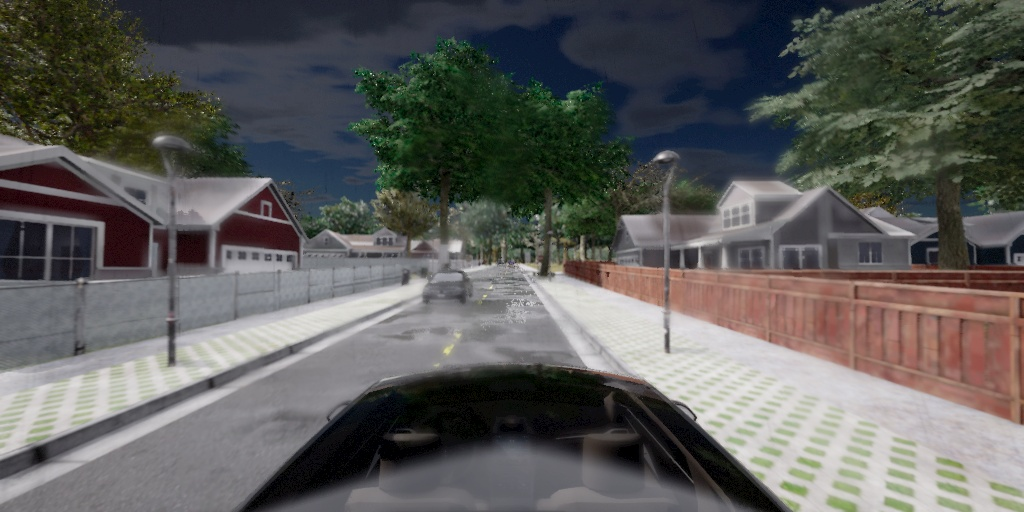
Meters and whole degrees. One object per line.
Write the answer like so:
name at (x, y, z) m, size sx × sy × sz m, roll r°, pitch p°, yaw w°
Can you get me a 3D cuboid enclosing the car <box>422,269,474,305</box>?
car at (-2.879, 1.374, 16.893) m, size 1.812 × 1.442 × 4.674 m, roll 0°, pitch 0°, yaw 0°
